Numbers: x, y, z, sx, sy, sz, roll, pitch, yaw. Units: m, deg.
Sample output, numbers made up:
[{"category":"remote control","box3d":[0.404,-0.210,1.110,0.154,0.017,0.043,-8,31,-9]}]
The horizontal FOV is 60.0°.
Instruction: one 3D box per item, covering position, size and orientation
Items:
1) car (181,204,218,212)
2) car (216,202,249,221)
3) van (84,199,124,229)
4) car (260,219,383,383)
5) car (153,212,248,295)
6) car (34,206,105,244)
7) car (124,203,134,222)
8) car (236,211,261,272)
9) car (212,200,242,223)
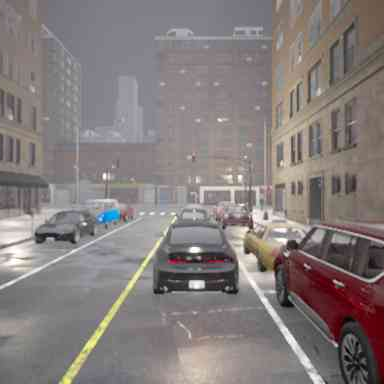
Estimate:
[{"category":"car","box3d":[0.118,1.546,16.675,1.812,1.442,4.674,0,0,0]},{"category":"car","box3d":[2.701,1.468,21.362,1.967,1.590,4.097,1,0,0]},{"category":"van","box3d":[-5.823,1.369,21.373,1.690,1.788,3.998,1,0,0]},{"category":"car","box3d":[2.683,1.319,4.913,2.192,1.841,5.009,1,0,0]},{"category":"car","box3d":[0.065,1.514,8.731,1.837,1.490,4.892,0,0,-1]},{"category":"car","box3d":[-5.832,1.585,15.890,1.947,1.339,4.313,1,0,0]},{"category":"car","box3d":[-5.819,1.581,26.855,1.887,1.381,4.507,1,0,0]},{"category":"car","box3d":[2.687,1.536,10.566,1.752,1.417,4.829,1,0,0]},{"category":"car","box3d":[2.707,1.477,26.845,1.967,1.590,4.097,1,0,0]}]
